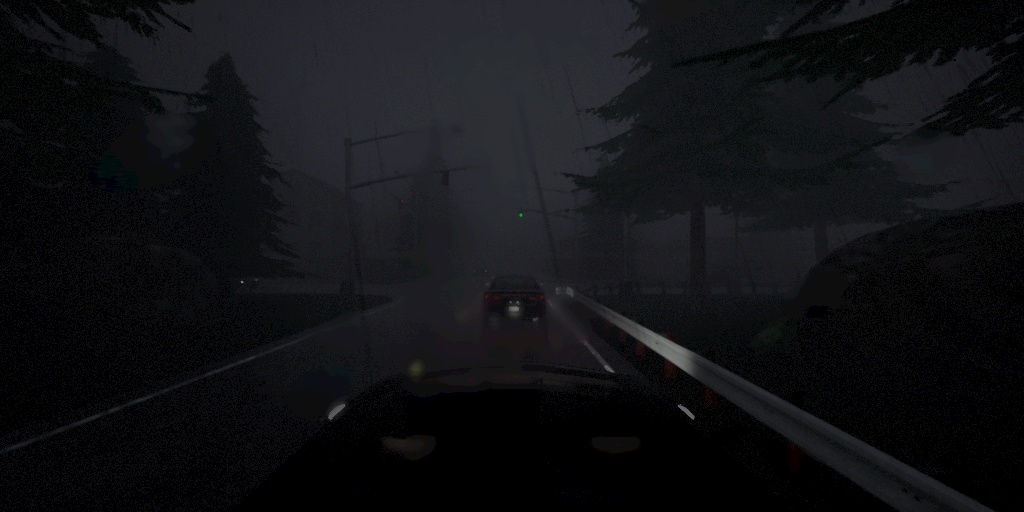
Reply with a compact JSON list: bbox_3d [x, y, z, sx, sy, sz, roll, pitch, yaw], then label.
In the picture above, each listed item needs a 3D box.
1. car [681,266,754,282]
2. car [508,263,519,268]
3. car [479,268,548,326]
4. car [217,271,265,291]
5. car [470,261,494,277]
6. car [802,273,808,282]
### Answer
[{"bbox_3d":[15.143,1.496,26.577,4.902,1.511,2.128,0,-1,0],"label":"car"},{"bbox_3d":[0.235,1.960,61.698,1.994,1.385,4.181,0,-1,0],"label":"car"},{"bbox_3d":[0.106,1.341,12.235,1.882,1.535,5.008,0,-1,0],"label":"car"},{"bbox_3d":[-19.229,1.186,23.190,5.566,2.045,2.150,0,-1,1],"label":"car"},{"bbox_3d":[-3.496,1.662,42.029,1.882,1.535,5.008,0,-1,0],"label":"car"},{"bbox_3d":[24.477,1.516,27.143,4.892,1.490,1.837,0,-1,-14],"label":"car"}]
